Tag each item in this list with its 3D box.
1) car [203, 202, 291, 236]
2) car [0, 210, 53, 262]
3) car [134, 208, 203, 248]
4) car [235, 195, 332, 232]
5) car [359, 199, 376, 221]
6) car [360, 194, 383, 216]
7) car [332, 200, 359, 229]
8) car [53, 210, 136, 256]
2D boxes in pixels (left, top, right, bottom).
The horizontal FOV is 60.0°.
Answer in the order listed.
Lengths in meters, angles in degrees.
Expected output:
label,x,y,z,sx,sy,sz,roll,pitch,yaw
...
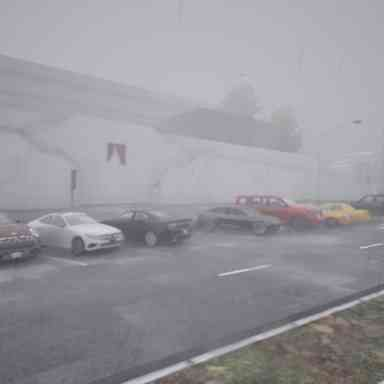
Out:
label,x,y,z,sx,sy,sz,roll,pitch,yaw
car,2.619,1.502,18.380,4.792,1.488,2.163,-1,-1,34
car,-7.210,1.365,11.447,4.553,1.767,2.185,-1,-1,35
car,-2.292,1.486,14.904,5.008,1.535,2.097,-1,0,35
car,5.061,1.218,20.127,5.566,2.045,2.435,-1,-1,34
car,9.768,1.466,23.720,5.366,1.575,1.946,-1,-1,35
car,14.781,1.221,27.114,5.566,2.045,2.435,-1,-1,35
car,7.636,1.460,21.774,5.366,1.575,1.946,-1,-1,35
car,-4.741,1.530,13.170,4.674,1.452,2.002,-1,-1,35
